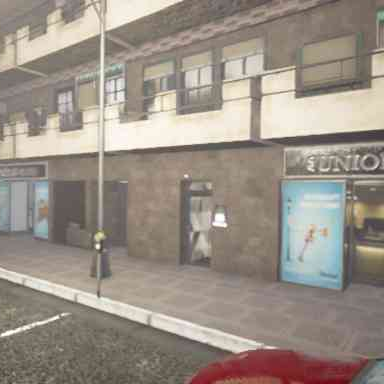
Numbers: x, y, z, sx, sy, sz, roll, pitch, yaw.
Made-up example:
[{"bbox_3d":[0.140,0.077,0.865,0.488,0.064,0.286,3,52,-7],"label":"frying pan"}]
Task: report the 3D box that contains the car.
[{"bbox_3d":[1.716,1.585,1.638,4.206,1.307,1.802,0,1,36],"label":"car"}]
